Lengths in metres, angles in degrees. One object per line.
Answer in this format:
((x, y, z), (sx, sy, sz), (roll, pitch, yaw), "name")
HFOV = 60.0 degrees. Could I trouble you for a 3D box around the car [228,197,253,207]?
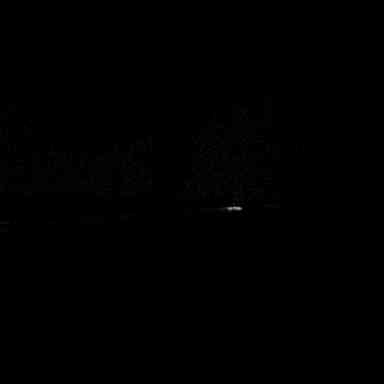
((6.572, 1.319, 44.668), (1.994, 1.385, 4.181), (-1, -1, 36), "car")
